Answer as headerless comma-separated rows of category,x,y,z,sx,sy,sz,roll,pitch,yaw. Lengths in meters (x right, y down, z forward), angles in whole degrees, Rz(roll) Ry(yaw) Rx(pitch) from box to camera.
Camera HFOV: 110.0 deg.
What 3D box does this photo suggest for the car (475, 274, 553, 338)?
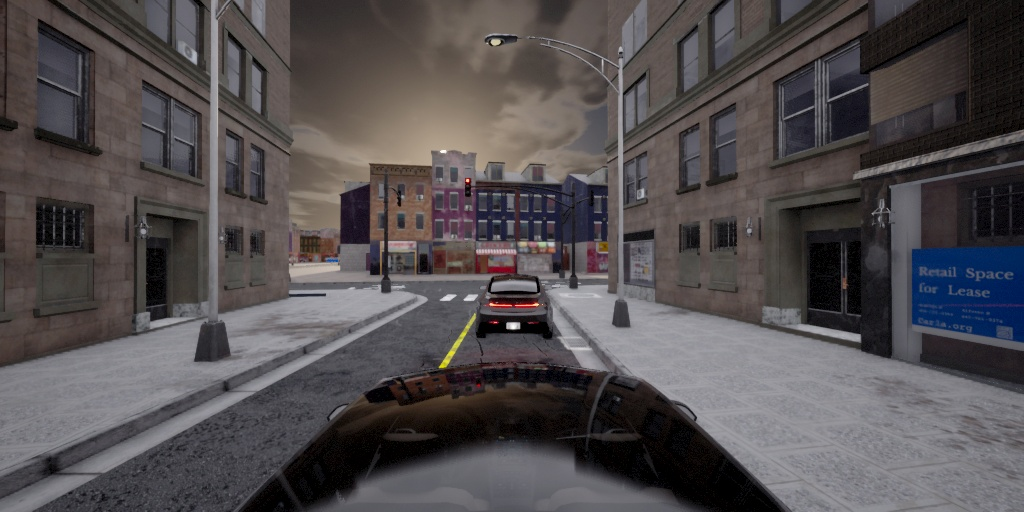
car,0.097,1.255,10.137,1.837,1.490,4.892,0,0,2
